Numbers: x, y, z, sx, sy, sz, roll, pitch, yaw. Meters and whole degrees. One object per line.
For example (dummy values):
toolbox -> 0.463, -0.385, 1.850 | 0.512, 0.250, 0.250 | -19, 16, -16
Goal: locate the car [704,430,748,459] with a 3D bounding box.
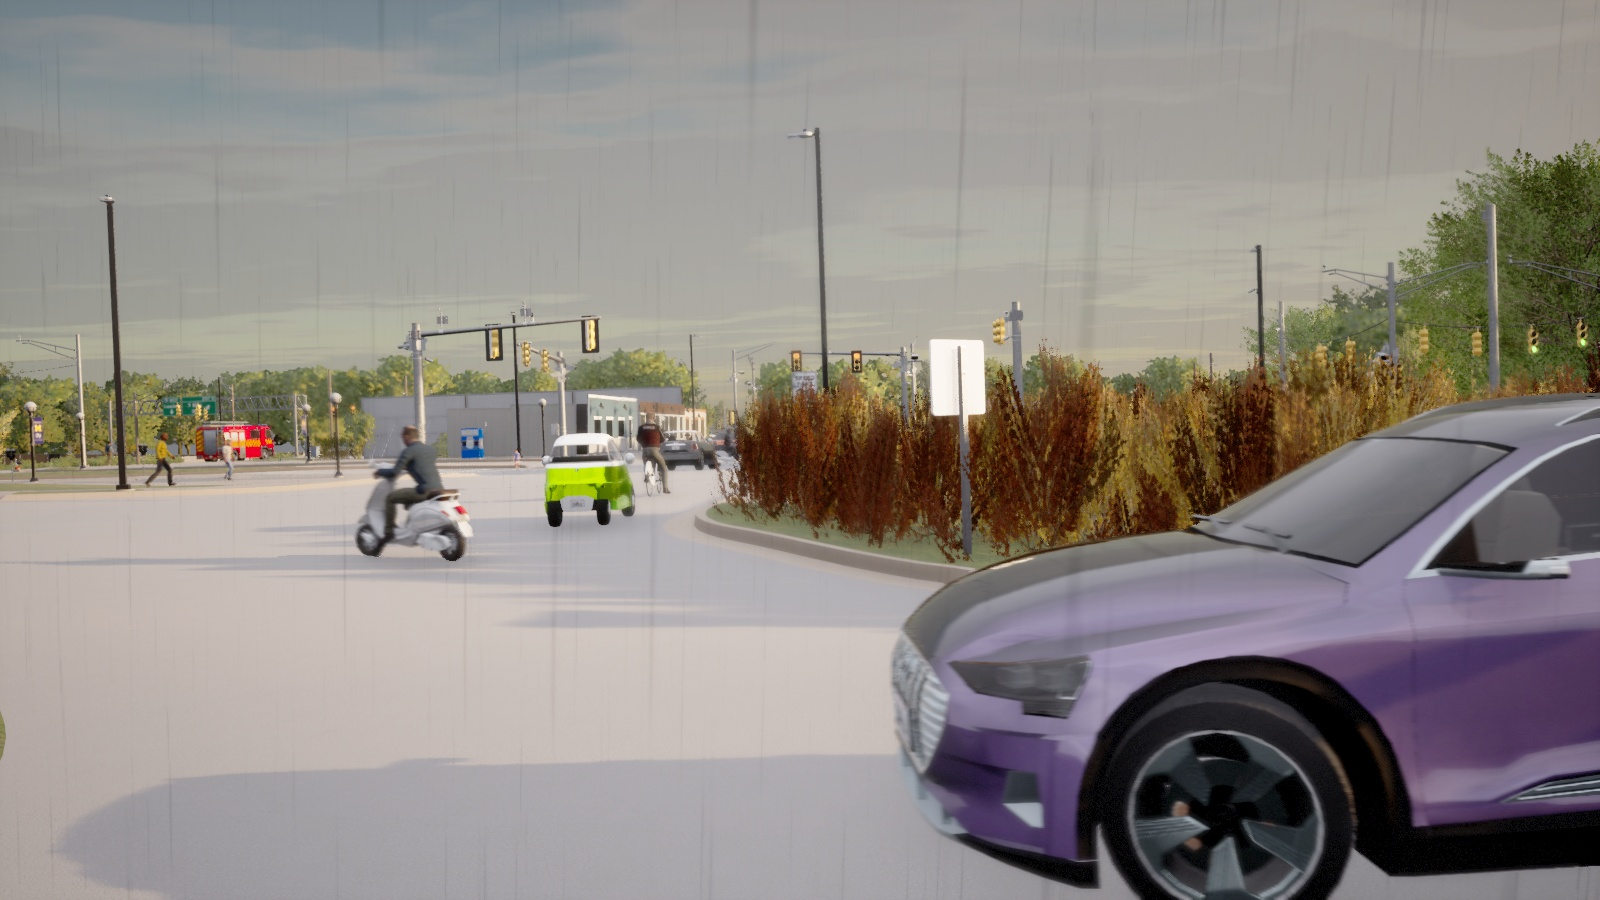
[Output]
car -> -4.823, -0.382, 82.490 | 2.097, 1.767, 4.553 | -2, 1, 7

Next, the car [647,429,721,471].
car -> -4.296, 0.001, 47.100 | 1.970, 1.475, 3.806 | -2, 0, 6

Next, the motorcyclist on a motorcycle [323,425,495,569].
motorcyclist on a motorcycle -> -4.628, 0.529, 14.870 | 1.817, 1.590, 0.866 | -1, 3, 29

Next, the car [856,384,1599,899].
car -> 2.756, 0.592, 4.791 | 4.856, 1.649, 2.033 | -3, 1, -2

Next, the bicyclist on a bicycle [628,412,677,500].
bicyclist on a bicycle -> -3.078, 0.096, 26.345 | 0.659, 1.776, 1.843 | -2, 1, 3

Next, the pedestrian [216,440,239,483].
pedestrian -> -24.515, 0.488, 53.782 | 0.706, 1.836, 0.354 | -2, 1, 2

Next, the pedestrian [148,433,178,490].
pedestrian -> -20.656, 0.365, 40.721 | 0.726, 1.835, 0.370 | -3, 2, -18

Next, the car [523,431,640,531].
car -> -3.356, 0.438, 19.605 | 1.481, 1.376, 2.207 | -2, 2, -3
